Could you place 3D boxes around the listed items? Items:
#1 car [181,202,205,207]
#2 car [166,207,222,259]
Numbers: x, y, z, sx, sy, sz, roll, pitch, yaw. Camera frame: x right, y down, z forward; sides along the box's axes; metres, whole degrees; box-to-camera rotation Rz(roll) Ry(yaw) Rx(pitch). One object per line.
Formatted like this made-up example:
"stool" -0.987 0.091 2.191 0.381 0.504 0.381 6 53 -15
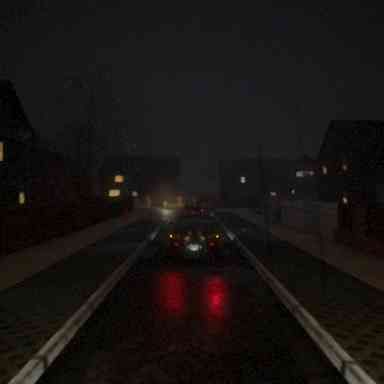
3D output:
"car" 0.075 1.504 26.627 1.994 1.385 4.181 0 0 0
"car" 0.079 1.499 12.350 1.812 1.442 4.674 0 0 0
